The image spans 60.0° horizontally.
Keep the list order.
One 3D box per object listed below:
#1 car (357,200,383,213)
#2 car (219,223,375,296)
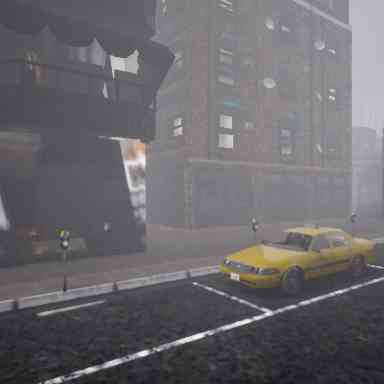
[{"bbox_3d":[21.193,1.607,38.154,1.967,1.590,4.097,-1,0,-35],"label":"car"},{"bbox_3d":[2.897,1.524,8.627,4.829,1.417,1.752,0,0,-35],"label":"car"}]
